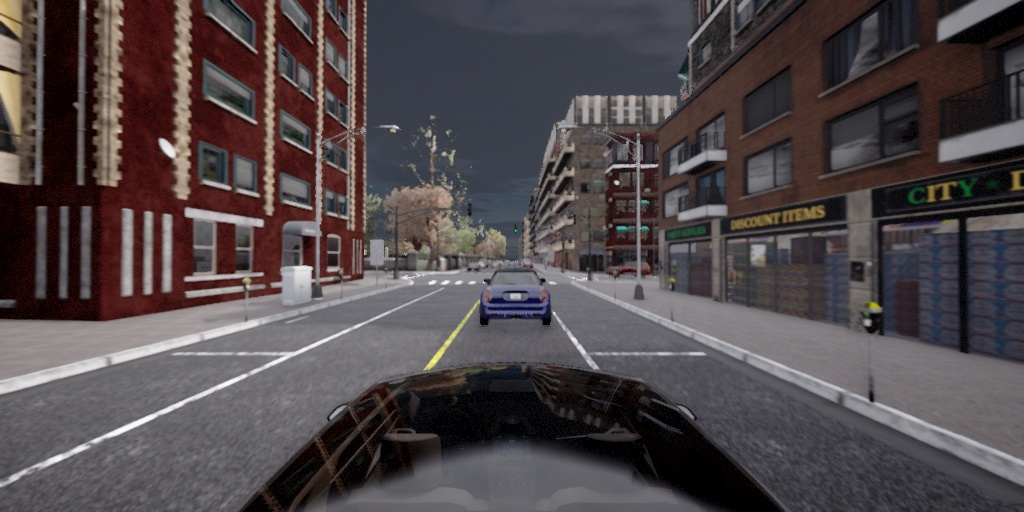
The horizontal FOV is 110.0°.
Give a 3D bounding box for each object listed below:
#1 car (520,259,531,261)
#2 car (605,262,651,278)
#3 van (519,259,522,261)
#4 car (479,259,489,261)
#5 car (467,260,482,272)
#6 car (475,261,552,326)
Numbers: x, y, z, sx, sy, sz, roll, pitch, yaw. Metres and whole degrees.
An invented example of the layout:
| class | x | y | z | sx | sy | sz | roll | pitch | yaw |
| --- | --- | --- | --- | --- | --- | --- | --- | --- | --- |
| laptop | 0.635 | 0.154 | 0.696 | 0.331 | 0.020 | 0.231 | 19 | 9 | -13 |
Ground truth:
| class | x | y | z | sx | sy | sz | roll | pitch | yaw |
| --- | --- | --- | --- | --- | --- | --- | --- | --- | --- |
| car | 2.691 | 1.641 | 59.576 | 1.888 | 1.381 | 4.507 | 0 | 0 | 0 |
| car | 13.449 | 1.577 | 41.604 | 5.009 | 1.841 | 2.192 | 0 | 0 | -1 |
| van | 2.691 | 1.475 | 65.207 | 1.690 | 1.789 | 3.998 | 0 | 0 | 0 |
| car | -5.689 | 1.659 | 65.037 | 1.751 | 1.417 | 4.829 | 0 | 0 | 0 |
| car | -5.690 | 1.624 | 53.946 | 1.948 | 1.339 | 4.313 | 0 | 0 | 0 |
| car | 0.099 | 1.158 | 12.121 | 2.097 | 1.767 | 4.553 | 0 | 0 | 0 |
